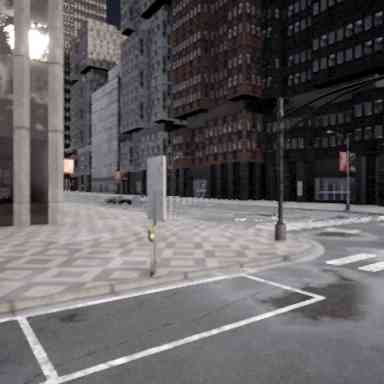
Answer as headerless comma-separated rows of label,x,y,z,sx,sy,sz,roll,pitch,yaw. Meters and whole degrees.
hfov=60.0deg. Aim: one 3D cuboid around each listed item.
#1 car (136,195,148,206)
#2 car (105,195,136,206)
car,-6.768,1.065,44.420,1.895,1.301,4.718,0,1,-36
car,-9.399,1.068,42.511,1.895,1.301,4.718,0,1,-36
